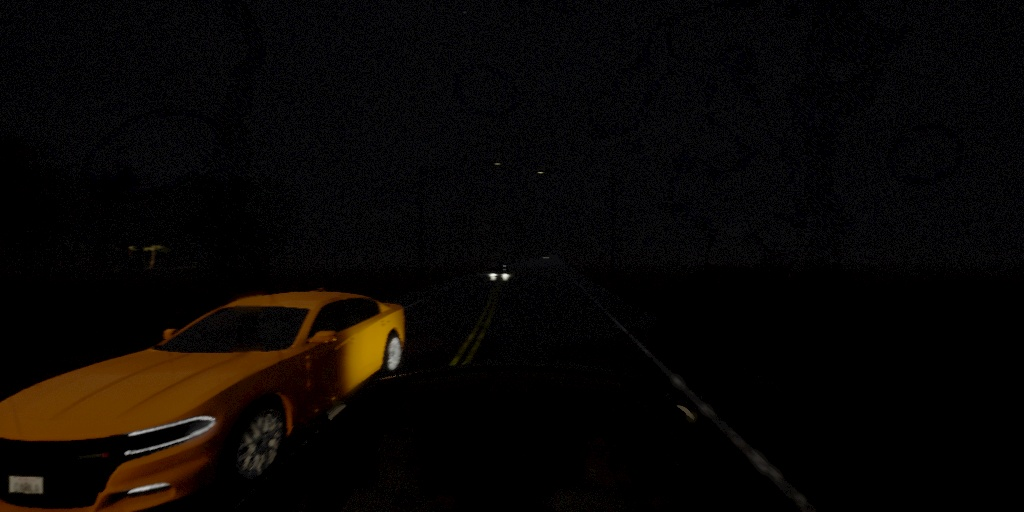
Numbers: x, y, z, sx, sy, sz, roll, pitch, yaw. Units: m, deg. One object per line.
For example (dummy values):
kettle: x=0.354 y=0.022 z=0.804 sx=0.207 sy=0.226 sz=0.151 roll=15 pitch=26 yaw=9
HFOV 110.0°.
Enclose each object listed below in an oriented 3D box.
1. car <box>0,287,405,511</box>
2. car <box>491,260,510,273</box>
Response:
car: x=-3.054 y=1.254 z=4.850 sx=1.882 sy=1.535 sz=5.008 roll=0 pitch=-1 yaw=3
car: x=-1.490 y=1.365 z=47.744 sx=2.097 sy=1.767 sz=4.553 roll=0 pitch=0 yaw=7
